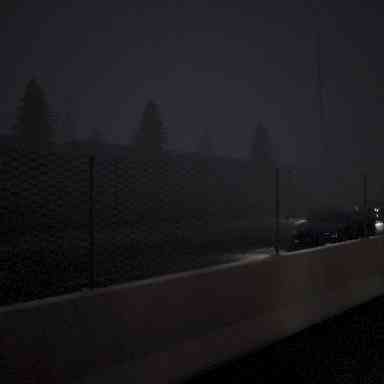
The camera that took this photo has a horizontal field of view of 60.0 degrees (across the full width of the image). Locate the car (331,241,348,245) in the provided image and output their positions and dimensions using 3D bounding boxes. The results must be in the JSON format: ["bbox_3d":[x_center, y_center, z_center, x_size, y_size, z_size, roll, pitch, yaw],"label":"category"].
[{"bbox_3d":[6.132,1.499,14.053,5.008,1.535,1.882,0,0,-44],"label":"car"}]
